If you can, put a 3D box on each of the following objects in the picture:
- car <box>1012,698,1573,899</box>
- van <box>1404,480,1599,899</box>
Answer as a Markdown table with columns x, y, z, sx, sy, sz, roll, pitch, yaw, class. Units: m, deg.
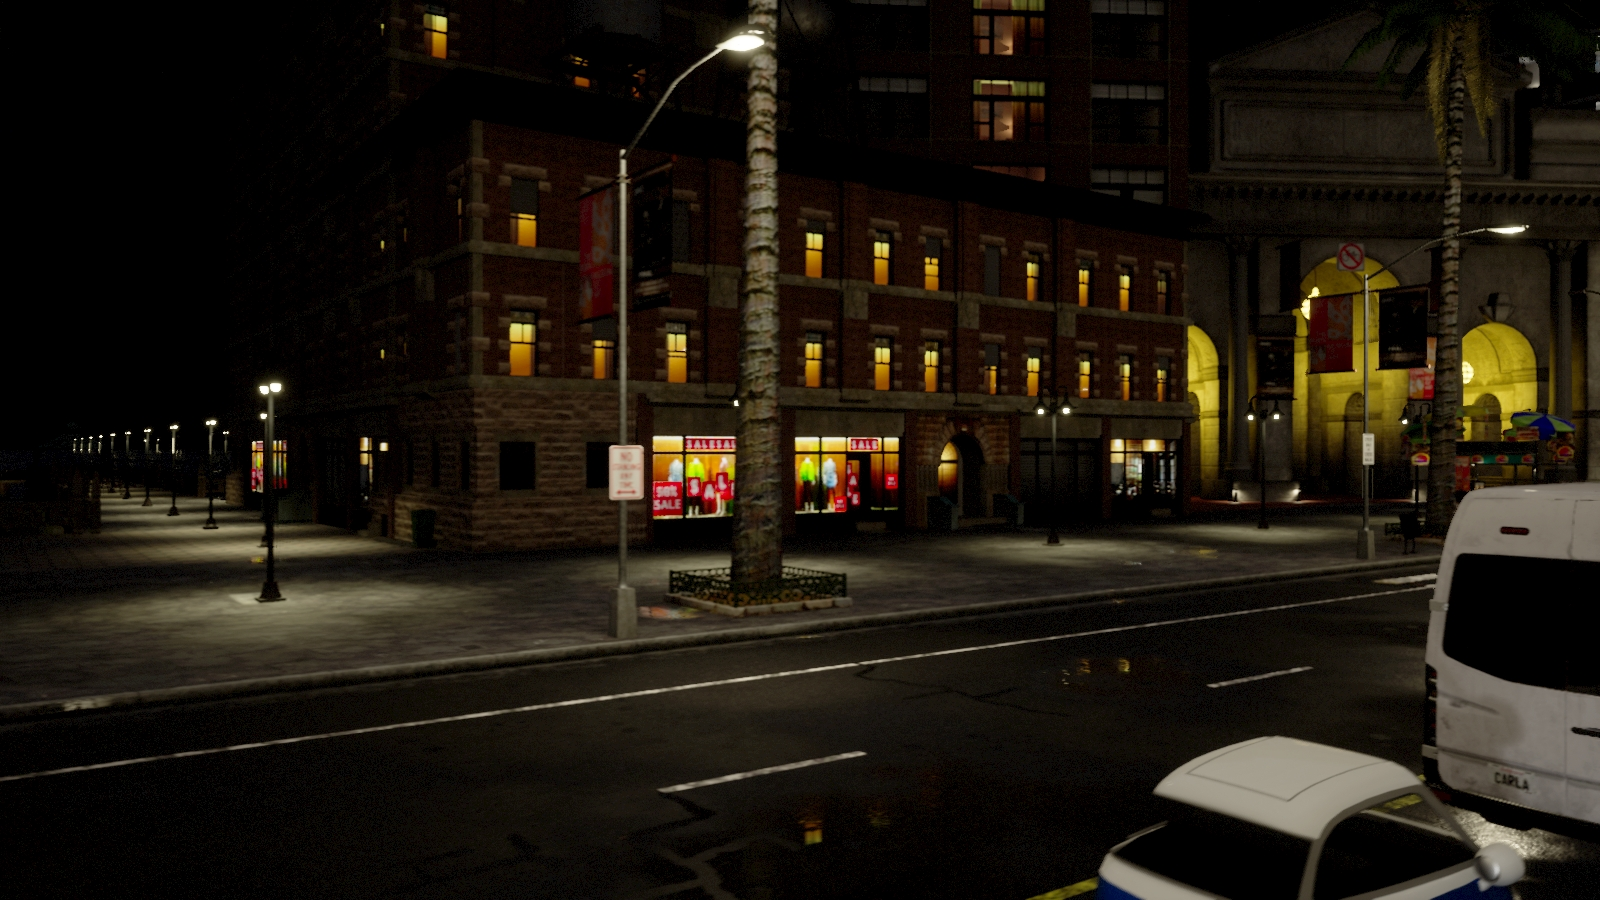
| x | y | z | sx | sy | sz | roll | pitch | yaw | class |
| --- | --- | --- | --- | --- | --- | --- | --- | --- | --- |
| 2.322 | 2.121 | 5.376 | 2.207 | 1.376 | 1.481 | 0 | 0 | -35 | car |
| 7.226 | 1.534 | 8.840 | 5.915 | 2.561 | 1.988 | 0 | 0 | -34 | van |
